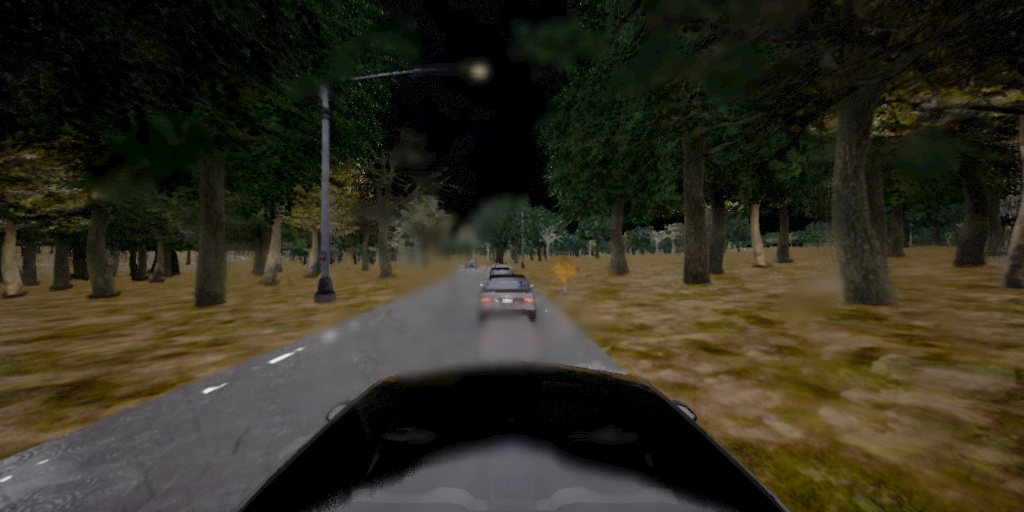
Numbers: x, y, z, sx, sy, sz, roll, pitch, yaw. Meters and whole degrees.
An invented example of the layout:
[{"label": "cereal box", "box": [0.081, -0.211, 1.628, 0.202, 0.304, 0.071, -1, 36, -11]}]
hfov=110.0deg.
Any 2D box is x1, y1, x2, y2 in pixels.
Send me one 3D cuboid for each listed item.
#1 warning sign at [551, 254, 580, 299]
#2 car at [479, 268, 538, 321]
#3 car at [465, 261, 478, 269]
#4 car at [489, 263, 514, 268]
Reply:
[{"label": "warning sign", "box": [2.394, 0.903, 15.888, 1.300, 1.860, 1.060, 0, 0, -2]}, {"label": "car", "box": [-0.144, 1.325, 12.520, 2.033, 1.411, 5.357, 0, 0, -1]}, {"label": "car", "box": [-6.826, 1.540, 60.699, 1.994, 1.385, 4.181, 0, 0, -6]}, {"label": "car", "box": [-0.881, 1.318, 29.732, 2.128, 1.511, 4.902, 0, 0, -3]}]
